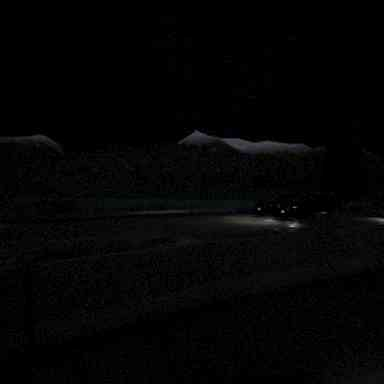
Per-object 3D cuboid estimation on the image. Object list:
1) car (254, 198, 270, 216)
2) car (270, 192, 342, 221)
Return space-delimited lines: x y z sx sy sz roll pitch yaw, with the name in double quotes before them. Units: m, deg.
"car" 8.113 1.065 29.264 5.566 2.045 2.150 0 0 -27
"car" 9.152 1.082 25.866 5.566 2.045 2.150 0 0 -28
